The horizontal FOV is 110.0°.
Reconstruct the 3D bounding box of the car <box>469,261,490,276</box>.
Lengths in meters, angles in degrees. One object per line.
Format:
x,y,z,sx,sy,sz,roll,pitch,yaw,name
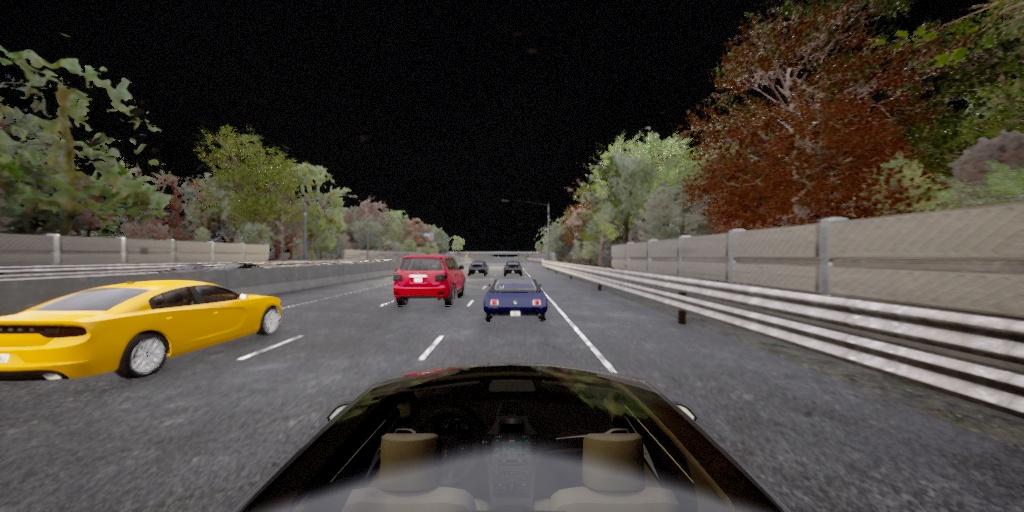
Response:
-3.396,1.260,37.042,1.837,1.490,4.892,0,0,0,car

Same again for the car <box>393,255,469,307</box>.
-3.396,0.970,15.652,2.150,2.045,5.566,0,0,0,car

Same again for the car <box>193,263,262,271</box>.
-20.998,1.312,27.304,1.837,1.490,4.892,0,0,0,car

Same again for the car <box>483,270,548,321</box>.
0.103,1.349,12.398,1.895,1.301,4.718,0,0,0,car

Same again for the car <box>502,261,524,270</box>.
0.105,1.259,36.458,1.837,1.490,4.892,0,0,0,car

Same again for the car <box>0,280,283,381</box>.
-6.899,1.226,7.308,1.882,1.535,5.008,0,0,0,car

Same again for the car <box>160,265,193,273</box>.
-24.498,1.344,27.304,1.994,1.385,4.181,0,0,0,car
